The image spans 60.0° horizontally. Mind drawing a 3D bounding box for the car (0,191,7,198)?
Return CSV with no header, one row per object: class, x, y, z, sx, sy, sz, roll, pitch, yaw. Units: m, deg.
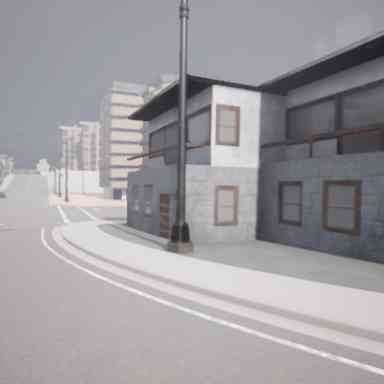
car,-40.605,0.557,70.662,1.837,1.490,4.892,1,1,-24
